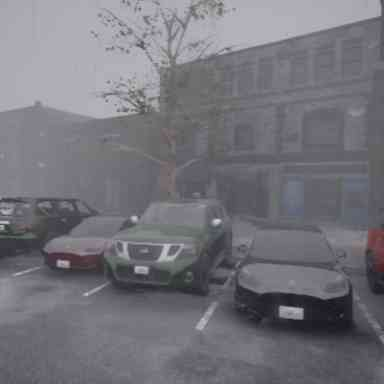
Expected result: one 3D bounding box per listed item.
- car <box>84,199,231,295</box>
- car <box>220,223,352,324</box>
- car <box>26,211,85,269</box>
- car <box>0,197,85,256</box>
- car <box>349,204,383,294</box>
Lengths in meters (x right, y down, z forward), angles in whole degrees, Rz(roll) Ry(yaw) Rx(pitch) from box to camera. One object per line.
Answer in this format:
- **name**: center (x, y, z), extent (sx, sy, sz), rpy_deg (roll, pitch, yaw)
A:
- **car**: center (-0.254, 1.225, 9.241), extent (2.435, 2.045, 5.566), rpy_deg (1, -1, 15)
- **car**: center (2.191, 1.509, 7.496), extent (2.163, 1.488, 4.792), rpy_deg (1, -1, 15)
- **car**: center (-2.709, 1.503, 10.980), extent (2.163, 1.488, 4.792), rpy_deg (1, -1, 15)
- **car**: center (-5.149, 1.220, 12.782), extent (2.435, 2.045, 5.566), rpy_deg (0, -1, 15)
- **car**: center (4.646, 1.231, 5.754), extent (2.435, 2.045, 5.566), rpy_deg (1, -1, 15)
